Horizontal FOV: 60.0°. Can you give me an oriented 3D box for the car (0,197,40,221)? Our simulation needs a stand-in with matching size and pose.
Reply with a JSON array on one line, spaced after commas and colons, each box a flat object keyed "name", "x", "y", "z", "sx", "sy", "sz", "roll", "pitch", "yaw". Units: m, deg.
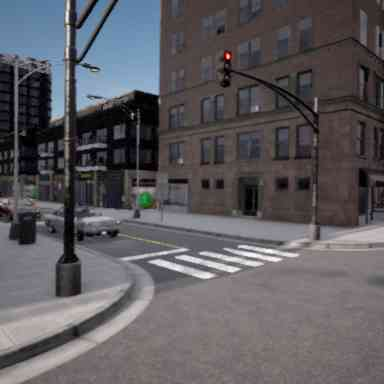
[{"name": "car", "x": -12.009, "y": 1.105, "z": 22.899, "sx": 1.812, "sy": 1.442, "sz": 4.674, "roll": 0, "pitch": 1, "yaw": -43}]

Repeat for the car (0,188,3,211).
[{"name": "car", "x": -19.679, "y": 0.593, "z": 31.195, "sx": 2.150, "sy": 2.045, "sz": 5.566, "roll": 0, "pitch": 1, "yaw": -42}]

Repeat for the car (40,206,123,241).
[{"name": "car", "x": -5.169, "y": 1.361, "z": 15.528, "sx": 1.895, "sy": 1.301, "sz": 4.718, "roll": 0, "pitch": 1, "yaw": -43}]
